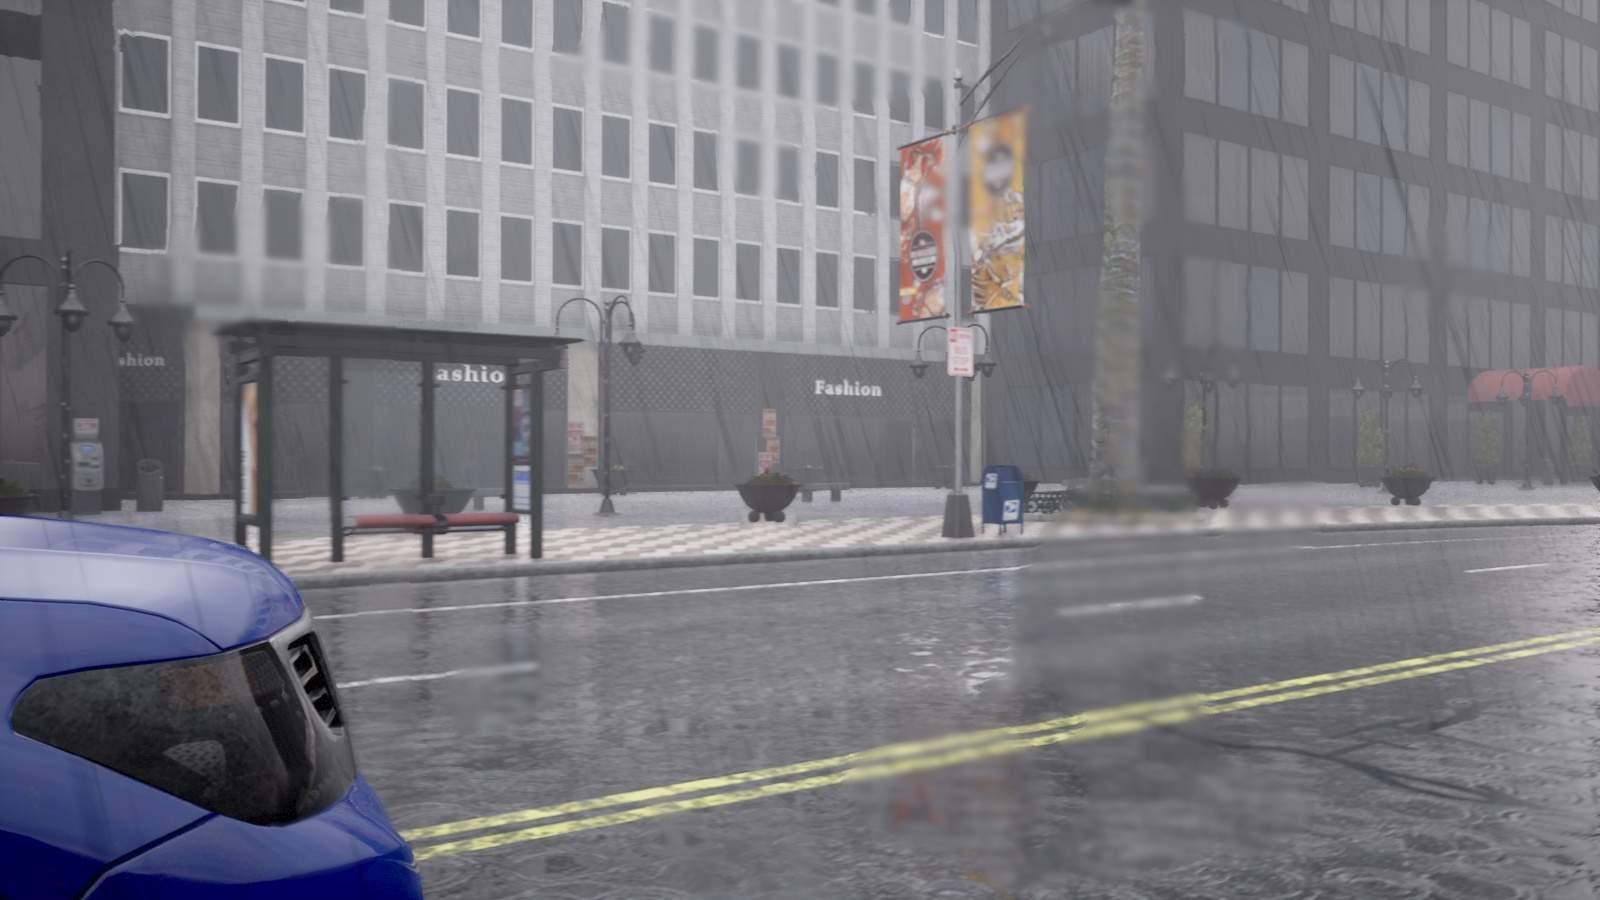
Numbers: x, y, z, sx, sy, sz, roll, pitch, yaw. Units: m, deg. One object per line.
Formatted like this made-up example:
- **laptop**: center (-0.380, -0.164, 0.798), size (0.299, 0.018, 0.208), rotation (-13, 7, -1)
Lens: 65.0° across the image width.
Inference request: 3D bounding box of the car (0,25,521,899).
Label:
- **car**: center (-3.350, 0.474, 1.328), size (5.566, 2.045, 2.150), rotation (0, 0, -35)
